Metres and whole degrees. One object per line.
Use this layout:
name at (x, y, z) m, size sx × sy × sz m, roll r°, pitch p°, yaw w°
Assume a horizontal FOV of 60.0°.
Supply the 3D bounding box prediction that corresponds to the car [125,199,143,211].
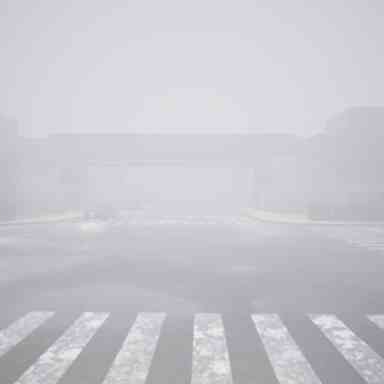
car at (-7.596, 1.731, 43.912) m, size 1.837 × 1.490 × 4.892 m, roll 0°, pitch 0°, yaw 0°

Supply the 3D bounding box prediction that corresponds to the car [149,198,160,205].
car at (-7.564, 1.931, 67.000) m, size 1.895 × 1.301 × 4.718 m, roll 0°, pitch 0°, yaw 0°

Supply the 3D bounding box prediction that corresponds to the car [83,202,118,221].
car at (-7.818, 1.647, 28.894) m, size 2.128 × 1.511 × 4.902 m, roll 0°, pitch 0°, yaw 4°
